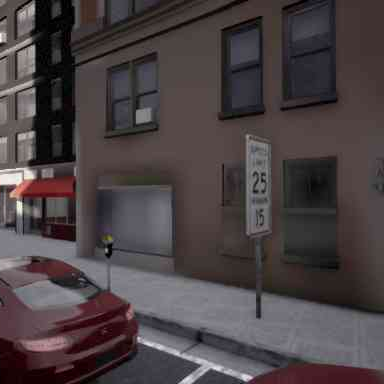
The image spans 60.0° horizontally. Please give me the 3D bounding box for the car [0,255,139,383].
[{"bbox_3d":[-2.579,1.581,4.695,4.206,1.307,1.802,0,-1,36],"label":"car"}]

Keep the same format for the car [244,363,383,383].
[{"bbox_3d":[2.040,1.580,1.401,4.206,1.307,1.802,0,-1,36],"label":"car"}]
